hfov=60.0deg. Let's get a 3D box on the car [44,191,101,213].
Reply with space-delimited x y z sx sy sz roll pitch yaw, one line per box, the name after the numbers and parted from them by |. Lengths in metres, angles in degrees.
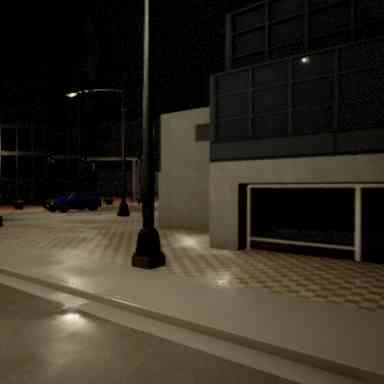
-11.640 0.955 32.831 2.150 2.045 5.566 1 0 36 | car
